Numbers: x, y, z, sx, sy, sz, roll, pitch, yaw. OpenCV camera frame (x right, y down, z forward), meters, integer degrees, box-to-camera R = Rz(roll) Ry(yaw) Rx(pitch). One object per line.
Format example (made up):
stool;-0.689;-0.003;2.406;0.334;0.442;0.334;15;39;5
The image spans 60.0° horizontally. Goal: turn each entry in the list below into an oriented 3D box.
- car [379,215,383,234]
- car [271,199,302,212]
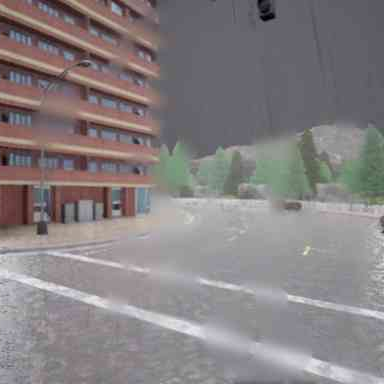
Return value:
car;10.807;1.389;16.390;2.097;1.767;4.553;0;0;18
car;11.279;1.571;40.251;1.882;1.535;5.008;0;0;-13
